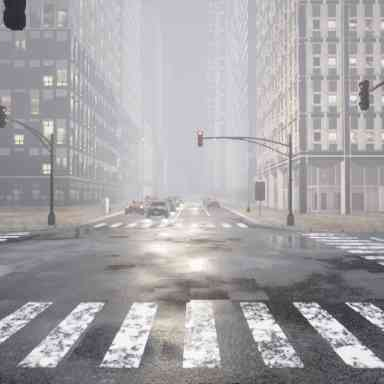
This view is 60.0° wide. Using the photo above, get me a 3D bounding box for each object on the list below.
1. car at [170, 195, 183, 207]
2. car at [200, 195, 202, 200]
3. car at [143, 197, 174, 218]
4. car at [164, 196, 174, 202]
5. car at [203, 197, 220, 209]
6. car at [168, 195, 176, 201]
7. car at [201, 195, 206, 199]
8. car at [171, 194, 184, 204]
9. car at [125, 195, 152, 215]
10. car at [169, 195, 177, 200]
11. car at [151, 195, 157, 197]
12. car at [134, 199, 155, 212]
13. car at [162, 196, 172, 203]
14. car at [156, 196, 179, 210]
[{"bbox_3d":[-2.905,1.371,49.826,2.097,1.767,4.553,0,0,0],"label":"car"},{"bbox_3d":[2.937,1.590,61.677,1.947,1.339,4.313,1,0,0],"label":"car"},{"bbox_3d":[-2.985,1.516,30.302,1.837,1.490,4.892,0,0,0],"label":"car"},{"bbox_3d":[-5.380,1.582,78.365,2.008,1.369,4.403,1,0,0],"label":"car"},{"bbox_3d":[2.873,1.599,44.944,1.802,1.307,4.206,1,0,0],"label":"car"},{"bbox_3d":[-5.338,1.587,89.515,2.008,1.369,4.403,1,0,0],"label":"car"},{"bbox_3d":[2.918,1.547,56.270,1.752,1.417,4.829,1,0,0],"label":"car"},{"bbox_3d":[-2.764,1.375,64.226,2.097,1.767,4.553,0,0,0],"label":"car"},{"bbox_3d":[-5.546,1.453,33.764,1.967,1.590,4.097,1,0,0],"label":"car"},{"bbox_3d":[-5.318,1.605,95.090,1.947,1.339,4.313,1,0,0],"label":"car"},{"bbox_3d":[-5.502,1.332,44.914,2.192,1.841,5.009,1,0,0],"label":"car"},{"bbox_3d":[-5.528,1.597,39.339,1.802,1.307,4.206,1,0,0],"label":"car"},{"bbox_3d":[-5.401,1.573,72.790,1.887,1.381,4.507,1,0,0],"label":"car"},{"bbox_3d":[-2.949,1.520,39.751,1.837,1.490,4.892,0,0,0],"label":"car"}]
